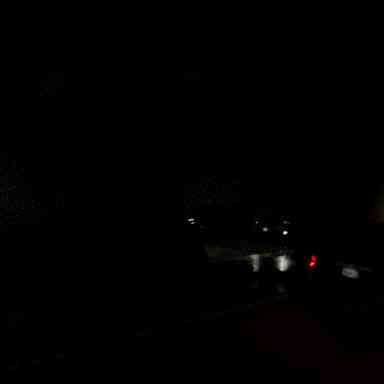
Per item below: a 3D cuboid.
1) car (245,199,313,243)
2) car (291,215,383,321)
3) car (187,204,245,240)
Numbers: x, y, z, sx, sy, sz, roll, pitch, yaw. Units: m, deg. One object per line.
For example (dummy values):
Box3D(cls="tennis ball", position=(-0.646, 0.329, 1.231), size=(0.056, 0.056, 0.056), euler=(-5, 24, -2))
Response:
Box3D(cls="car", position=(5.541, 1.357, 16.568), size=(5.566, 2.045, 2.150), euler=(1, 0, -36))
Box3D(cls="car", position=(4.428, 1.424, 6.917), size=(4.553, 1.767, 2.097), euler=(1, 0, -36))
Box3D(cls="car", position=(1.009, 1.458, 17.628), size=(4.553, 1.767, 2.097), euler=(1, 0, -36))
